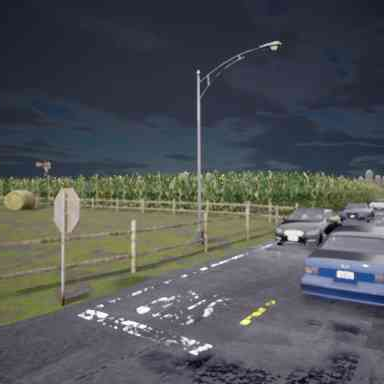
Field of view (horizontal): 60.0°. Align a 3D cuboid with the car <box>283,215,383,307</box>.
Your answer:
[{"bbox_3d":[4.171,1.520,8.011,2.033,1.411,5.357,-1,0,35],"label":"car"}]

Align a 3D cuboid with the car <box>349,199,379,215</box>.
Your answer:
[{"bbox_3d":[12.249,1.491,24.628,1.994,1.385,4.181,-1,0,36],"label":"car"}]

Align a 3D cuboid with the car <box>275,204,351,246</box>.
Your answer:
[{"bbox_3d":[5.177,1.464,14.461,2.128,1.511,4.902,-1,0,35],"label":"car"}]

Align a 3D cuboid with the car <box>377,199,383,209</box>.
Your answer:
[{"bbox_3d":[21.464,1.462,37.778,1.895,1.301,4.718,-1,0,35],"label":"car"}]
